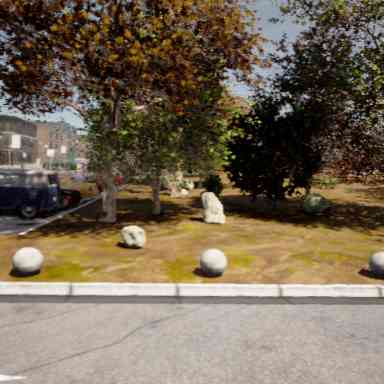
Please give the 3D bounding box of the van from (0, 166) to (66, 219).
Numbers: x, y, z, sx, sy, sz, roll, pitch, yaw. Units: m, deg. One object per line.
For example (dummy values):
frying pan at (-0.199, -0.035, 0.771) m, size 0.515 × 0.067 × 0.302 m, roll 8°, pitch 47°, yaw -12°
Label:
van at (-8.058, -0.023, 14.197) m, size 4.442 × 1.987 × 1.878 m, roll 2°, pitch 6°, yaw -2°

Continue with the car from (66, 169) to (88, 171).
car at (-8.210, -0.576, 22.508) m, size 4.792 × 1.488 × 2.163 m, roll 2°, pitch 6°, yaw -2°

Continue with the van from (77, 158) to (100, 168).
van at (-22.977, -6.350, 73.742) m, size 4.442 × 1.987 × 1.878 m, roll 2°, pitch 6°, yaw -2°

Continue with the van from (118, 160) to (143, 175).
van at (-8.786, -2.715, 41.811) m, size 4.442 × 1.987 × 1.878 m, roll 2°, pitch 5°, yaw -2°

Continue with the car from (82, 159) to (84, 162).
car at (-22.801, -4.776, 59.808) m, size 5.366 × 1.575 × 1.946 m, roll 2°, pitch 5°, yaw -2°

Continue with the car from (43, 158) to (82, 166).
car at (-22.538, -4.746, 57.002) m, size 5.566 × 2.045 × 2.435 m, roll 2°, pitch 5°, yaw -2°

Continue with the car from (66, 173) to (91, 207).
car at (-8.018, -0.034, 16.986) m, size 4.792 × 1.488 × 2.163 m, roll 2°, pitch 6°, yaw -2°

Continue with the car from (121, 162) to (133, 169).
car at (-15.284, -6.251, 78.778) m, size 2.033 × 1.411 × 5.357 m, roll 2°, pitch 6°, yaw -2°

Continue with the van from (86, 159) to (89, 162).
van at (-22.685, -5.530, 65.375) m, size 4.442 × 1.987 × 1.878 m, roll 2°, pitch 5°, yaw -2°

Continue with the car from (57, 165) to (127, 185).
car at (-8.424, -1.147, 28.024) m, size 5.008 × 1.535 × 2.097 m, roll 2°, pitch 5°, yaw -2°

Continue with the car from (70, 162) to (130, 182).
car at (-8.490, -1.540, 30.774) m, size 4.553 × 1.767 × 2.185 m, roll 2°, pitch 6°, yaw -2°

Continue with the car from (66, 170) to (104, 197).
car at (-8.328, -0.345, 19.737) m, size 5.366 × 1.575 × 1.946 m, roll 2°, pitch 6°, yaw -2°

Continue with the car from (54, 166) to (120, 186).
car at (-8.340, -0.876, 25.263) m, size 4.892 × 1.521 × 2.231 m, roll 2°, pitch 6°, yaw -2°

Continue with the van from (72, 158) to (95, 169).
van at (-23.112, -6.082, 70.947) m, size 4.442 × 1.987 × 1.878 m, roll 2°, pitch 5°, yaw -2°

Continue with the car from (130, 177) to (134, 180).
car at (-8.626, -1.647, 33.549) m, size 4.674 × 1.452 × 2.002 m, roll 2°, pitch 5°, yaw -2°

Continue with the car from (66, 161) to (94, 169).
car at (-22.913, -5.581, 68.180) m, size 5.008 × 1.535 × 2.097 m, roll 2°, pitch 5°, yaw -2°

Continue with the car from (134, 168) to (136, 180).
car at (-8.724, -1.956, 36.306) m, size 5.008 × 1.535 × 2.097 m, roll 2°, pitch 5°, yaw -2°

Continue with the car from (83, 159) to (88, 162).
car at (-22.712, -4.998, 62.608) m, size 4.674 × 1.452 × 2.002 m, roll 2°, pitch 5°, yaw -2°
